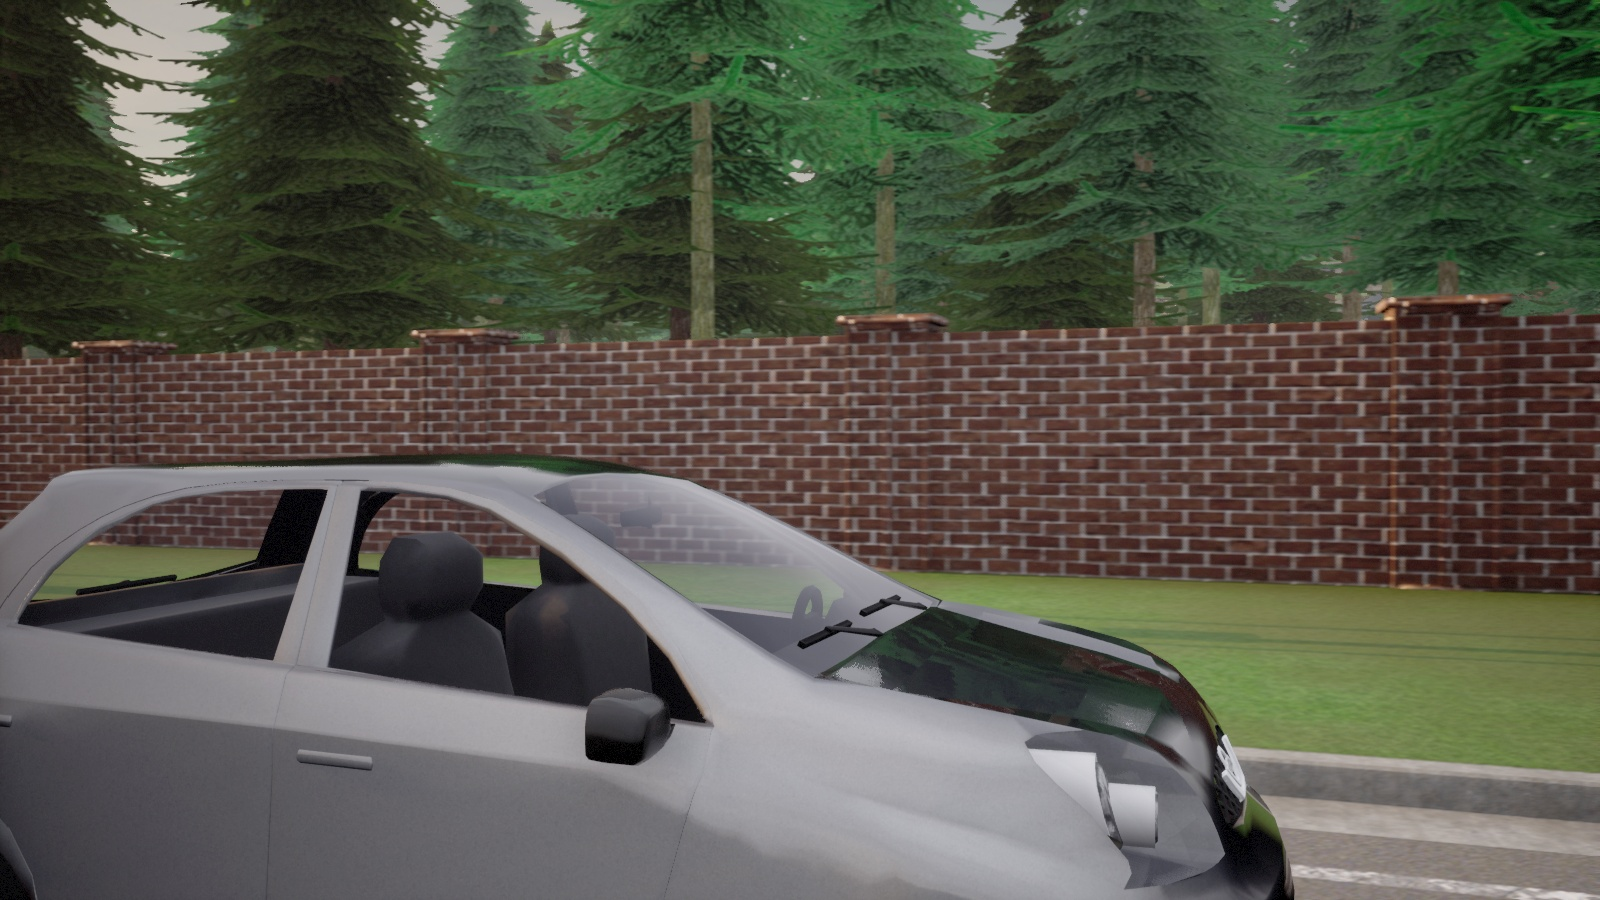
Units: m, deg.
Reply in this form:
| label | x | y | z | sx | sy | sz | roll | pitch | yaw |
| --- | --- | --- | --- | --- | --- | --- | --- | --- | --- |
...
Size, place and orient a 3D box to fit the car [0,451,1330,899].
| label | x | y | z | sx | sy | sz | roll | pitch | yaw |
| --- | --- | --- | --- | --- | --- | --- | --- | --- | --- |
| car | -0.614 | 0.784 | 3.400 | 3.633 | 1.501 | 1.845 | 1 | 1 | 19 |
